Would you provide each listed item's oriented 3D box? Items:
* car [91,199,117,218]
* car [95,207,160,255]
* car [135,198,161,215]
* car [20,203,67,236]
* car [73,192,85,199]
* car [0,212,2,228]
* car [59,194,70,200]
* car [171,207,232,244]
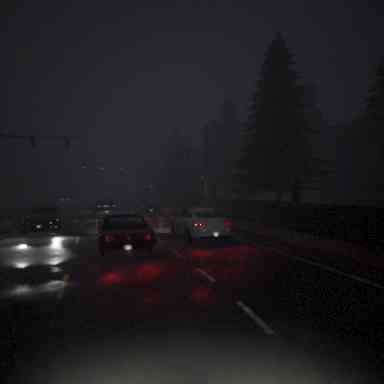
[{"bbox_3d":[-7.347,1.302,27.879,2.128,1.511,4.902,0,1,-19],"label":"car"},{"bbox_3d":[-2.691,1.507,12.983,1.895,1.301,4.718,0,1,-16],"label":"car"},{"bbox_3d":[-3.967,1.301,29.600,1.812,1.442,4.674,0,1,-16],"label":"car"},{"bbox_3d":[-7.960,1.401,18.146,1.837,1.490,4.892,0,0,-16],"label":"car"},{"bbox_3d":[-27.788,0.837,81.799,2.097,1.767,4.553,-1,1,-28],"label":"car"},{"bbox_3d":[-11.322,1.414,17.171,2.128,1.511,4.902,0,0,-16],"label":"car"},{"bbox_3d":[-30.351,1.071,79.200,1.994,1.385,4.181,-1,1,-28],"label":"car"},{"bbox_3d":[0.309,1.396,15.220,1.812,1.442,4.674,0,1,-16],"label":"car"}]
